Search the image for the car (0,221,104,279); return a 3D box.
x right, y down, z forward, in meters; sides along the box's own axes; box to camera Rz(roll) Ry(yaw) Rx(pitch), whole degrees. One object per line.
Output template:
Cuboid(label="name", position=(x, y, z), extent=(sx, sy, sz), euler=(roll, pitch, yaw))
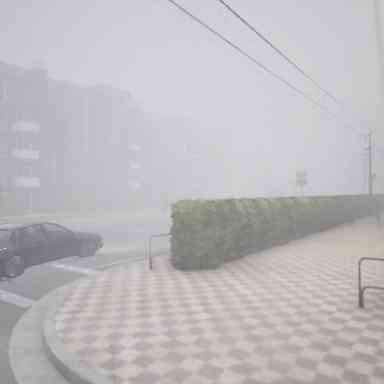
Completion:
Cuboid(label="car", position=(-5.085, 1.642, 10.518), extent=(2.033, 1.411, 5.357), euler=(-1, 0, 22))
